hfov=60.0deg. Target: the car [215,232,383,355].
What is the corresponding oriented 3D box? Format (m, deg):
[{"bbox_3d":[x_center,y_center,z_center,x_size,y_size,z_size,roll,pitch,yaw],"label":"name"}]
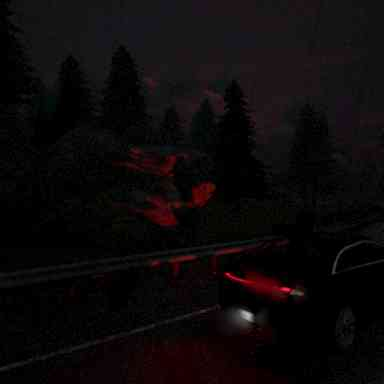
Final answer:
[{"bbox_3d":[2.608,1.500,6.176,4.902,1.511,2.128,0,0,-40],"label":"car"}]
